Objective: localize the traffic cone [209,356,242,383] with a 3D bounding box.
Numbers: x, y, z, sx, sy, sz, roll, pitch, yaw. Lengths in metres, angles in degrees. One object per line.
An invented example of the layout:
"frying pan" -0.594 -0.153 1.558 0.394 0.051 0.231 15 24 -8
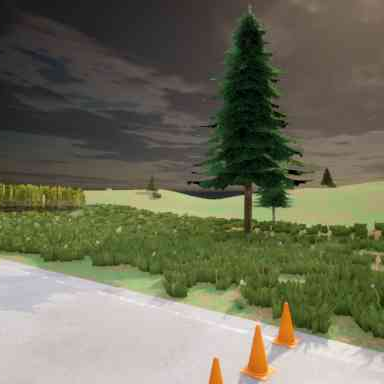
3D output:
"traffic cone" 0.243 1.955 3.359 0.340 0.580 0.340 0 0 36

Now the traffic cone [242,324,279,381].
"traffic cone" 0.828 1.955 4.171 0.340 0.580 0.340 0 0 36

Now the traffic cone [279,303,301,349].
"traffic cone" 1.412 1.955 4.982 0.340 0.580 0.340 0 0 36
